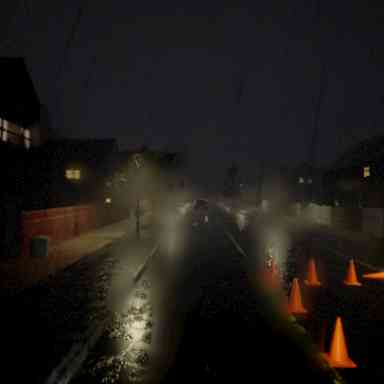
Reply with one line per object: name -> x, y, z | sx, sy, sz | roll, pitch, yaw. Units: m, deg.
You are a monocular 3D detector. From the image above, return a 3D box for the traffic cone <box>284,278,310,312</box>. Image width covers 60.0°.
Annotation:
traffic cone -> 2.023, 1.996, 6.508 | 0.340, 0.580, 0.340 | 1, 0, 1

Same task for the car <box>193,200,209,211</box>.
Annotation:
car -> 1.189, 1.778, 45.319 | 1.812, 1.442, 4.674 | 1, 0, 1

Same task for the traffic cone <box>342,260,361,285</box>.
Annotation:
traffic cone -> 4.059, 2.026, 8.470 | 0.340, 0.580, 0.340 | 1, 0, 1

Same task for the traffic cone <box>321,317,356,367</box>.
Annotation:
traffic cone -> 1.985, 1.990, 4.508 | 0.340, 0.580, 0.340 | 1, 0, 1

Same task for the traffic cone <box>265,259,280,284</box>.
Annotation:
traffic cone -> 2.061, 2.003, 8.508 | 0.340, 0.580, 0.340 | 1, 0, 1

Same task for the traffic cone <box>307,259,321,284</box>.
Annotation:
traffic cone -> 3.060, 2.014, 8.489 | 0.340, 0.580, 0.340 | 1, 0, 1
